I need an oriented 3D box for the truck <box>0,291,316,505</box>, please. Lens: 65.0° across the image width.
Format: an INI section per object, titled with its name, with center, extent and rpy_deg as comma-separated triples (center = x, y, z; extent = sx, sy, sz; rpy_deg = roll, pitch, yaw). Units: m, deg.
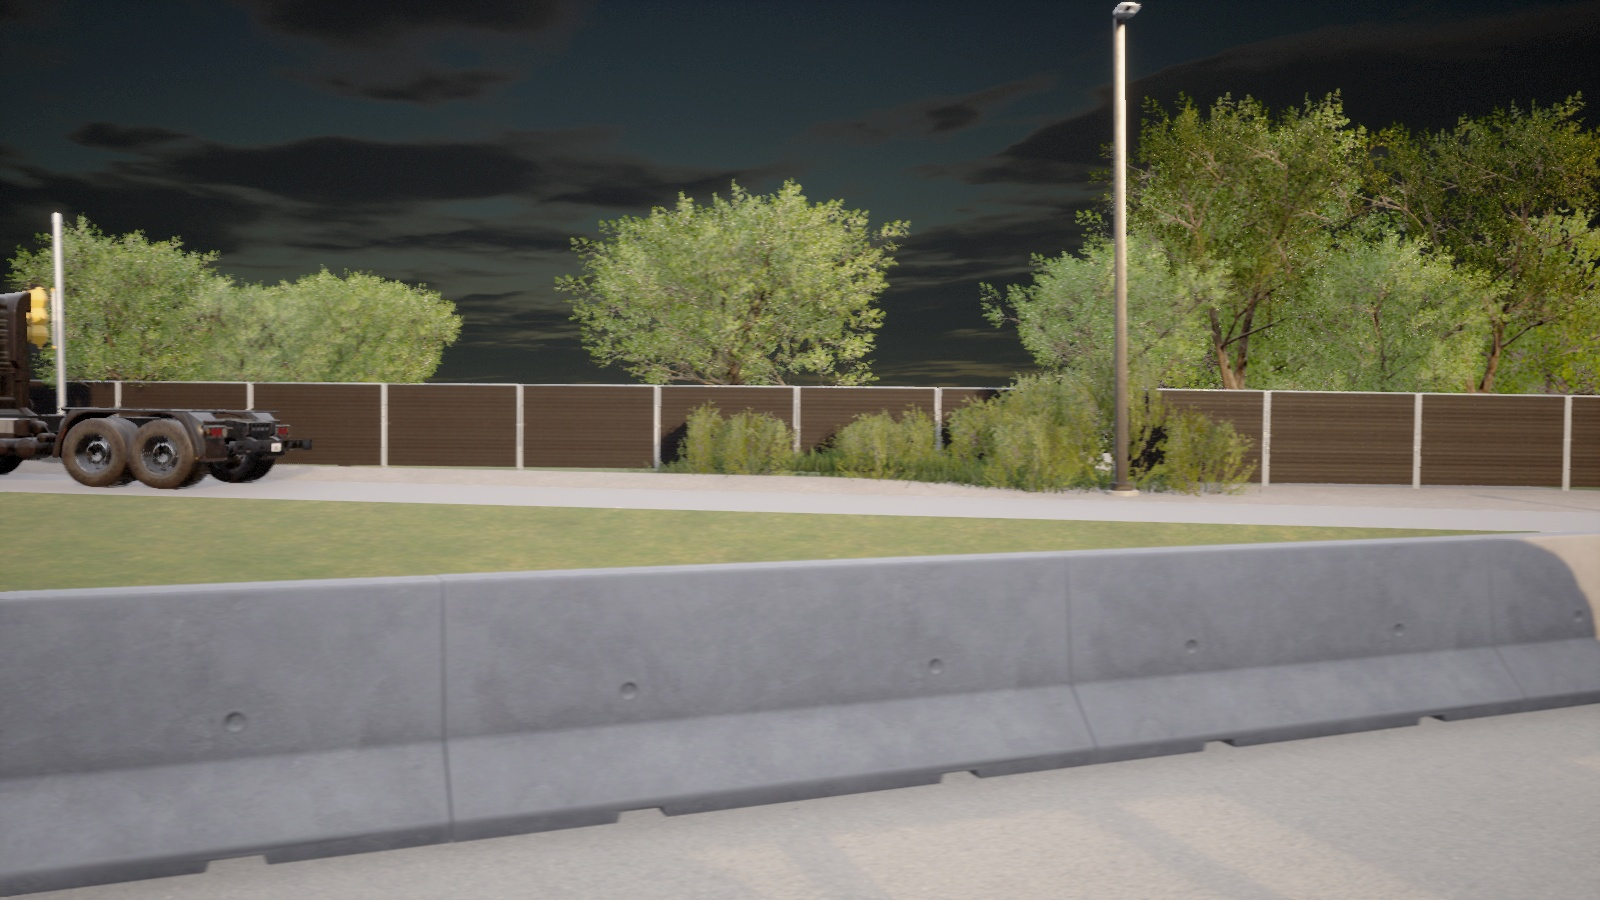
[truck]
center = -13.082, -0.883, 22.234
extent = 7.936, 3.462, 2.891
rpy_deg = 0, 2, 6
